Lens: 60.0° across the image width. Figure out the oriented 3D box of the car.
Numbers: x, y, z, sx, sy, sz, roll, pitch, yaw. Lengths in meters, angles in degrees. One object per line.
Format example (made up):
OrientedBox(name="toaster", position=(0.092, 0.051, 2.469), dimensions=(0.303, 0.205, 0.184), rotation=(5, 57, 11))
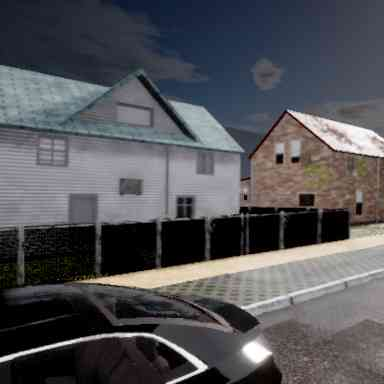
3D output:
OrientedBox(name="car", position=(-1.537, 1.503, 1.974), dimensions=(4.892, 1.490, 1.837), rotation=(-1, 0, -35))
